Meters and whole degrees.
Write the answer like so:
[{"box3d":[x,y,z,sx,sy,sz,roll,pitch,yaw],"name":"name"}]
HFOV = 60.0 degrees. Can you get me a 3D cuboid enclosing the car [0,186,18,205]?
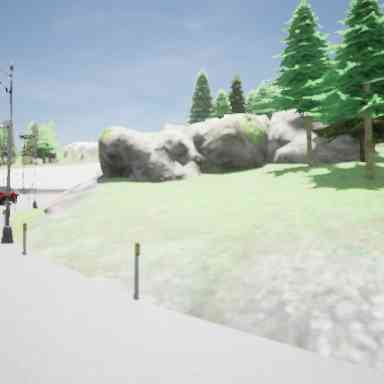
[{"box3d":[-21.434,0.321,37.037,2.150,2.045,5.566,2,1,-7],"name":"car"}]
